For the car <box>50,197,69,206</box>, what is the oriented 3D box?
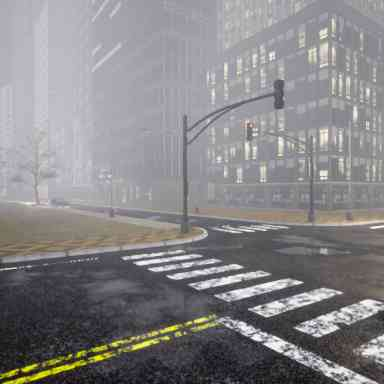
[{"bbox_3d":[-21.668,1.553,54.255,2.033,1.411,5.357,0,0,-35],"label":"car"}]
